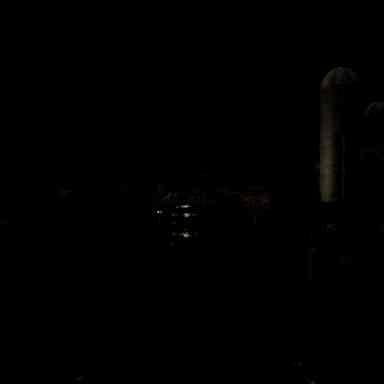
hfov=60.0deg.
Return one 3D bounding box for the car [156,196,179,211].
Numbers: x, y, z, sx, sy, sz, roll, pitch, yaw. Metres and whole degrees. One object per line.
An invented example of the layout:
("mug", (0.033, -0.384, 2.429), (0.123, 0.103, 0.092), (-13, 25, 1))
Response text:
("car", (-2.752, 1.382, 37.029), (1.812, 1.442, 4.674), (0, 1, 0))
